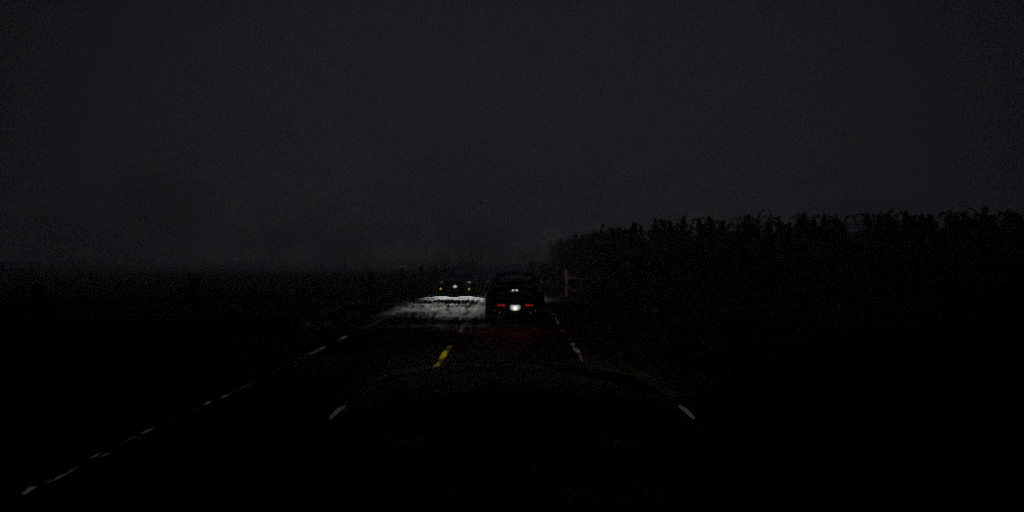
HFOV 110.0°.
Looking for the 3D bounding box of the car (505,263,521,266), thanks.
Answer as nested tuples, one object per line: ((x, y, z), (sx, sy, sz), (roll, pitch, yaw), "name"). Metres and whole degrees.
((0.108, 1.315, 31.831), (2.033, 1.411, 5.357), (0, 0, 0), "car")

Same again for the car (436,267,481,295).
((-2.845, 1.327, 19.845), (1.994, 1.385, 4.181), (0, 0, 0), "car")

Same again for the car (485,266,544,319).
((0.098, 1.263, 12.880), (1.837, 1.490, 4.892), (0, 0, 0), "car")
